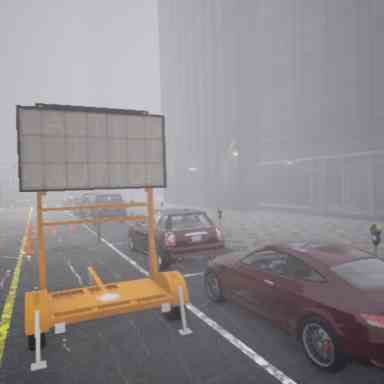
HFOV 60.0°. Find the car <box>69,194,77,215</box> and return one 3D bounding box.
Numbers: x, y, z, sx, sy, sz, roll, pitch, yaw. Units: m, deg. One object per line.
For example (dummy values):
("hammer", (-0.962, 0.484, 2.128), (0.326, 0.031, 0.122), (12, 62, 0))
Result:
("car", (-7.873, 0.929, 25.675), (2.192, 1.841, 5.009), (-3, 2, -25))

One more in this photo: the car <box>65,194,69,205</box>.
("car", (-10.254, 1.133, 30.786), (1.947, 1.339, 4.313), (-3, 2, -25))

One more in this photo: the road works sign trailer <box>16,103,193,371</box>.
("road works sign trailer", (-1.639, 0.360, 5.781), (2.380, 3.560, 2.880), (-2, 1, -25))

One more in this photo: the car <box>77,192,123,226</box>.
("car", (-5.484, 0.978, 20.571), (2.192, 1.841, 5.009), (-3, 2, -25))

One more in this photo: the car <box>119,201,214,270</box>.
("car", (-0.701, 1.201, 10.366), (1.967, 1.590, 4.097), (-3, 2, -25))

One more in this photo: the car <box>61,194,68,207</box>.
("car", (-15.036, 0.914, 40.992), (1.967, 1.590, 4.097), (-3, 2, -25))

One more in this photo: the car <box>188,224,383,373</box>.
("car", (1.693, 1.394, 5.265), (1.802, 1.307, 4.206), (-3, 2, -25))
